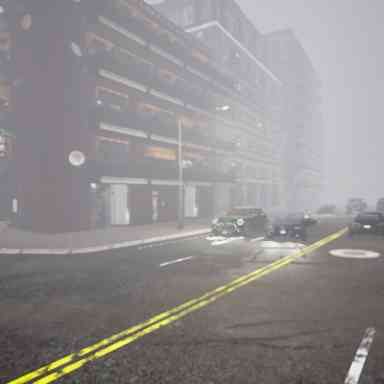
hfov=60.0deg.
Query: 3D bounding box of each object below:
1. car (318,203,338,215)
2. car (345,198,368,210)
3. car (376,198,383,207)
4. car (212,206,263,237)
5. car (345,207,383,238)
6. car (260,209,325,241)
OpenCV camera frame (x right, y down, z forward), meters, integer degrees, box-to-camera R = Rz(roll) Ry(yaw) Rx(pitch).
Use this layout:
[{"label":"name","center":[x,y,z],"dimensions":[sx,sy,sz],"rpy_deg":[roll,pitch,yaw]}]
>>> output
[{"label":"car","center":[17.410,2.149,42.679],"dimensions":[1.994,1.385,4.181],"rpy_deg":[-1,-1,32]},{"label":"car","center":[20.894,1.766,42.124],"dimensions":[2.150,2.045,5.566],"rpy_deg":[-1,-1,32]},{"label":"car","center":[22.451,1.683,38.184],"dimensions":[2.150,2.045,5.566],"rpy_deg":[-1,-1,32]},{"label":"car","center":[3.042,1.683,20.324],"dimensions":[2.097,1.767,4.553],"rpy_deg":[-1,-1,34]},{"label":"car","center":[10.302,1.810,19.144],"dimensions":[1.994,1.385,4.181],"rpy_deg":[-1,-1,34]},{"label":"car","center":[5.649,1.838,18.369],"dimensions":[1.994,1.385,4.181],"rpy_deg":[-1,-1,34]}]
